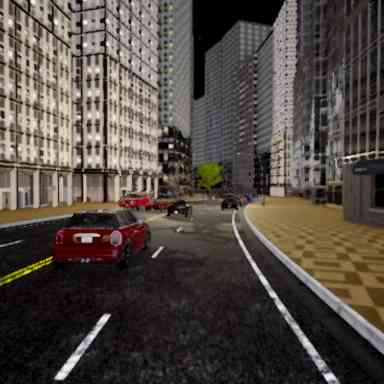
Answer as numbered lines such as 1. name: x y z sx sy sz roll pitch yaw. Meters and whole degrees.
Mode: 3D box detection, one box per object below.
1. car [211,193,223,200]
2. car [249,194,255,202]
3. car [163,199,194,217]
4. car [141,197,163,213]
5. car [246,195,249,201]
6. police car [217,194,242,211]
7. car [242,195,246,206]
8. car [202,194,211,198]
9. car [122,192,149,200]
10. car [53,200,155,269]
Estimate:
1. car: 6.616 1.054 77.135 1.882 1.535 5.008 1 0 18
2. car: 11.849 1.290 72.280 1.882 1.535 5.008 0 0 17
3. car: -1.021 1.418 30.124 1.837 1.490 4.892 0 0 7
4. car: -3.656 1.484 35.992 1.895 1.301 4.718 0 0 9
5. car: 7.692 1.368 54.286 1.882 1.535 5.008 0 0 14
6. police car: 4.483 1.340 39.128 1.930 1.638 5.238 0 0 10
7. car: 6.360 1.404 48.585 1.837 1.490 4.892 0 0 12
8. car: 3.761 1.015 78.887 1.812 1.442 4.674 0 0 17
9. car: -6.521 1.082 38.592 2.150 2.045 5.566 0 0 10
10. car: -2.768 1.314 11.201 2.097 1.767 4.553 0 0 3
